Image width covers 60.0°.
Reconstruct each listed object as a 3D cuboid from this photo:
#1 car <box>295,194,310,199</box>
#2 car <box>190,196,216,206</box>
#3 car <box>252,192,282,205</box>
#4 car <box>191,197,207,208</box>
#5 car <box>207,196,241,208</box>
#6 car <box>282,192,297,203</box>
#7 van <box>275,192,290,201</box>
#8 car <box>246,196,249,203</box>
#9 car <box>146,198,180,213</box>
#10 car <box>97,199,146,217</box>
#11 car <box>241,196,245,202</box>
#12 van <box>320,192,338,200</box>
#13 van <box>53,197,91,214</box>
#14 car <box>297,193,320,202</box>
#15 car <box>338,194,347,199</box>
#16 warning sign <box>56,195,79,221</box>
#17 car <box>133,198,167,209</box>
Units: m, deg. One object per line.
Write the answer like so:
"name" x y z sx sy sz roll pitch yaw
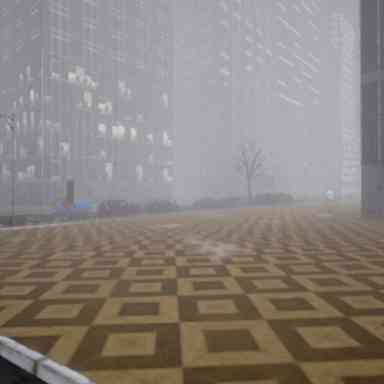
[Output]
"car" 28.009 1.103 84.180 1.947 1.339 4.313 0 1 41
"car" 1.772 1.445 54.222 1.947 1.339 4.313 0 1 41
"car" 11.811 1.100 52.963 2.192 1.841 5.009 0 1 41
"car" 2.037 1.465 45.893 1.994 1.385 4.181 0 0 41
"car" 4.316 1.465 44.407 1.802 1.307 4.206 0 1 41
"car" 15.559 1.051 57.243 2.192 1.841 5.009 0 1 41
"van" 20.512 0.975 75.618 1.690 1.788 3.998 0 1 41
"car" 11.659 1.339 56.884 1.994 1.385 4.181 0 0 41
"car" -3.129 1.547 35.805 1.947 1.339 4.313 0 1 41
"car" -6.835 1.471 31.488 1.967 1.590 4.097 0 1 41
"car" 6.028 1.382 55.010 2.033 1.411 5.357 0 0 41
"van" 30.551 0.882 74.362 1.690 1.788 3.998 0 1 41
"van" -13.310 1.418 37.184 1.690 1.788 3.998 0 1 41
"car" 23.168 1.162 65.931 1.752 1.417 4.829 0 1 41
"car" 34.299 1.043 78.643 2.008 1.369 4.403 0 1 41
"warning sign" -9.416 1.190 25.143 1.300 1.860 1.060 -1 -1 41
"car" -5.730 1.522 45.670 1.887 1.381 4.507 0 1 41
